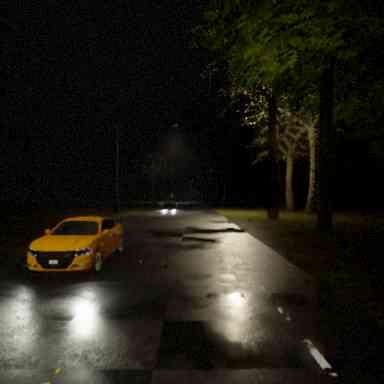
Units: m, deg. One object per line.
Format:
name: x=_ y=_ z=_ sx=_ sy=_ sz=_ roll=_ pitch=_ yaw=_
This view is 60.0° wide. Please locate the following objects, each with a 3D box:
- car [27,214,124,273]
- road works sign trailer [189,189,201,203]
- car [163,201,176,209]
car: x=-3.605 y=1.564 z=11.144 sx=1.882 sy=1.535 sz=5.008 roll=0 pitch=0 yaw=0
road works sign trailer: x=0.735 y=1.052 z=90.612 sx=2.380 sy=3.560 sz=2.880 roll=18 pitch=-21 yaw=2
car: x=-3.587 y=2.057 z=53.657 sx=1.895 sy=1.301 sz=4.718 roll=0 pitch=-1 yaw=0
